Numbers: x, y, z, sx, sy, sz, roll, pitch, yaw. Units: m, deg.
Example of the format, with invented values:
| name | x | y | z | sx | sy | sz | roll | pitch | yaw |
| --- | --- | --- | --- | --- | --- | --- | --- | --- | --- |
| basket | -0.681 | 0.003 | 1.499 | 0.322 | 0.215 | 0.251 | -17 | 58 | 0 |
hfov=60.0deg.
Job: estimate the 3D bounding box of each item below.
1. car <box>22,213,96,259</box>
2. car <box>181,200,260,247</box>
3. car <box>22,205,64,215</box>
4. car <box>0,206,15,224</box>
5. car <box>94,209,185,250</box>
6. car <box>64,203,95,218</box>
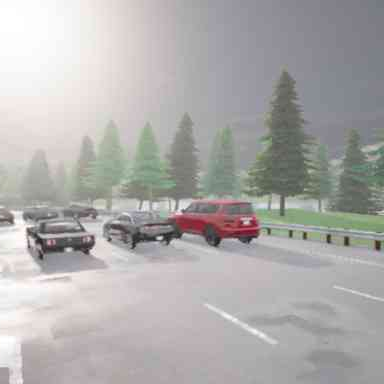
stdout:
| name | x | y | z | sx | sy | sz | roll | pitch | yaw |
| --- | --- | --- | --- | --- | --- | --- | --- | --- | --- |
| car | -5.479 | 1.744 | 13.449 | 1.895 | 1.301 | 4.718 | 0 | -1 | -33 |
| car | 0.905 | 1.407 | 16.481 | 2.150 | 2.045 | 5.566 | 0 | 0 | -32 |
| car | -13.308 | 1.870 | 29.169 | 1.994 | 1.385 | 4.181 | 1 | -1 | -45 |
| car | -15.926 | 1.842 | 26.842 | 1.994 | 1.385 | 4.181 | 1 | -1 | -45 |
| car | -2.619 | 1.660 | 15.453 | 2.128 | 1.511 | 4.902 | 0 | -1 | -33 |
| car | -10.755 | 1.842 | 31.565 | 1.837 | 1.490 | 4.892 | 1 | 0 | -45 |
